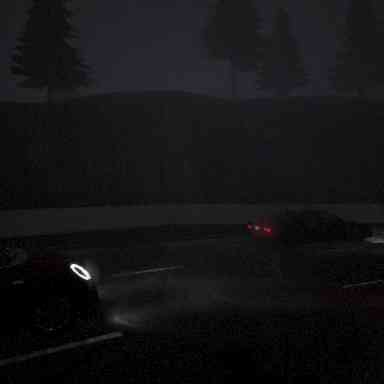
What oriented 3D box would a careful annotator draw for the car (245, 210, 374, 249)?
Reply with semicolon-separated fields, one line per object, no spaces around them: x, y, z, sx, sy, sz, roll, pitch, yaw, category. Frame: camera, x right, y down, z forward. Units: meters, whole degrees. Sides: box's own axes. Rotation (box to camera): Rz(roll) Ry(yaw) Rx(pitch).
4.886;1.443;13.837;5.357;1.411;2.033;0;0;-20;car

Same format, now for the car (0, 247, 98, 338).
-3.816;1.317;5.031;4.553;1.767;2.097;0;1;-35;car
